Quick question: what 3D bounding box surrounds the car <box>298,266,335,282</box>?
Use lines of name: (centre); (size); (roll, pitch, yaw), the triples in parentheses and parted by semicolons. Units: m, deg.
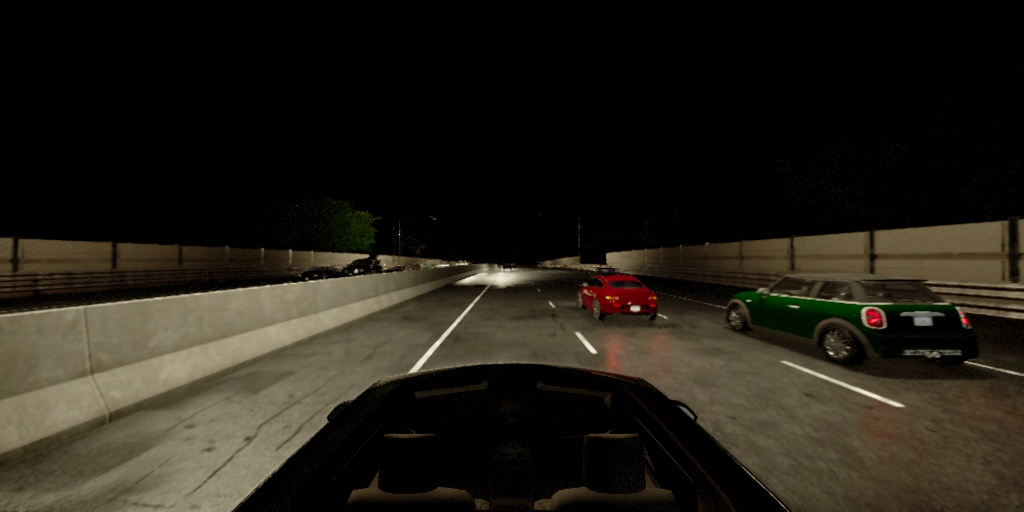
car: (-17.585, 1.634, 33.424); (2.033, 1.411, 5.357); (0, -1, 0)

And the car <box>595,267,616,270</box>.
car: (7.104, 1.562, 27.555); (2.033, 1.411, 5.357); (0, -1, 0)

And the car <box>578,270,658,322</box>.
car: (3.602, 1.384, 12.770); (1.812, 1.442, 4.674); (0, -1, 0)

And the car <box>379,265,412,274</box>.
car: (-10.582, 1.657, 34.007); (1.994, 1.385, 4.181); (0, -1, 0)

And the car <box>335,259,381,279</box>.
car: (-14.084, 1.318, 34.040); (2.150, 2.045, 5.566); (0, -1, 0)

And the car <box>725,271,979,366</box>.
car: (7.101, 1.165, 8.315); (2.097, 1.767, 4.553); (0, -1, 0)
